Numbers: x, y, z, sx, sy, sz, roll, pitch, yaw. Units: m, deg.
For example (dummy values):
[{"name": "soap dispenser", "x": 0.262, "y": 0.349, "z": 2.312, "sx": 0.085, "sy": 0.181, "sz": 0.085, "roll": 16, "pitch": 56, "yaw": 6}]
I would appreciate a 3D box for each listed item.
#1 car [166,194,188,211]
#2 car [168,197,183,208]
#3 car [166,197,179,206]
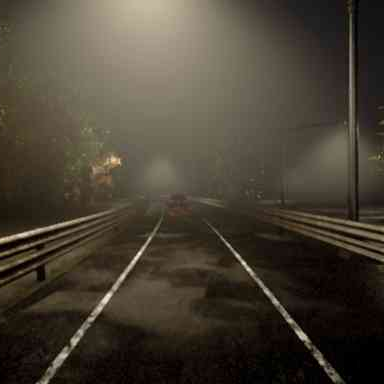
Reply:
[{"name": "car", "x": -1.757, "y": 1.244, "z": 41.290, "sx": 2.150, "sy": 2.045, "sz": 5.566, "roll": 0, "pitch": 0, "yaw": -5}, {"name": "car", "x": -2.427, "y": 1.506, "z": 48.607, "sx": 1.882, "sy": 1.535, "sz": 5.008, "roll": 0, "pitch": 0, "yaw": -6}, {"name": "car", "x": -3.374, "y": 1.600, "z": 57.424, "sx": 1.994, "sy": 1.385, "sz": 4.181, "roll": 0, "pitch": 0, "yaw": -7}]
